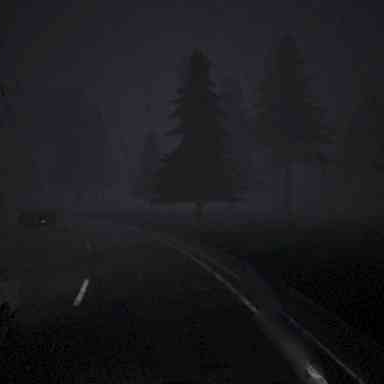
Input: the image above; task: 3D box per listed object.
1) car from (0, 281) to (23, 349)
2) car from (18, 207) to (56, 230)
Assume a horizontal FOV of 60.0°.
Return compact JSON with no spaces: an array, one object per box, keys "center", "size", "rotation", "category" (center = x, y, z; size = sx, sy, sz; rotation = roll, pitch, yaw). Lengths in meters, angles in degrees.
[{"center":[-3.549,1.656,3.335],"size":[1.895,1.301,4.718],"rotation":[0,-1,-5],"category":"car"},{"center":[-10.949,1.763,23.404],"size":[1.882,1.535,5.008],"rotation":[1,-1,-34],"category":"car"}]
